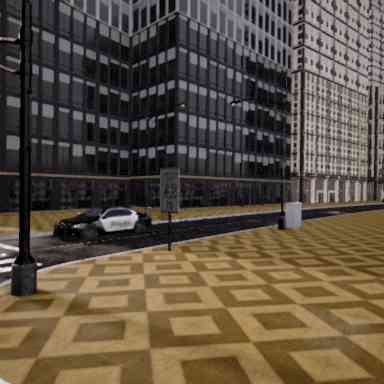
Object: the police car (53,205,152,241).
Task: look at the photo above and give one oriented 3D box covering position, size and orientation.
[{"bbox_3d":[-4.393,1.459,16.808,2.038,1.542,4.974,1,1,39],"label":"police car"}]
